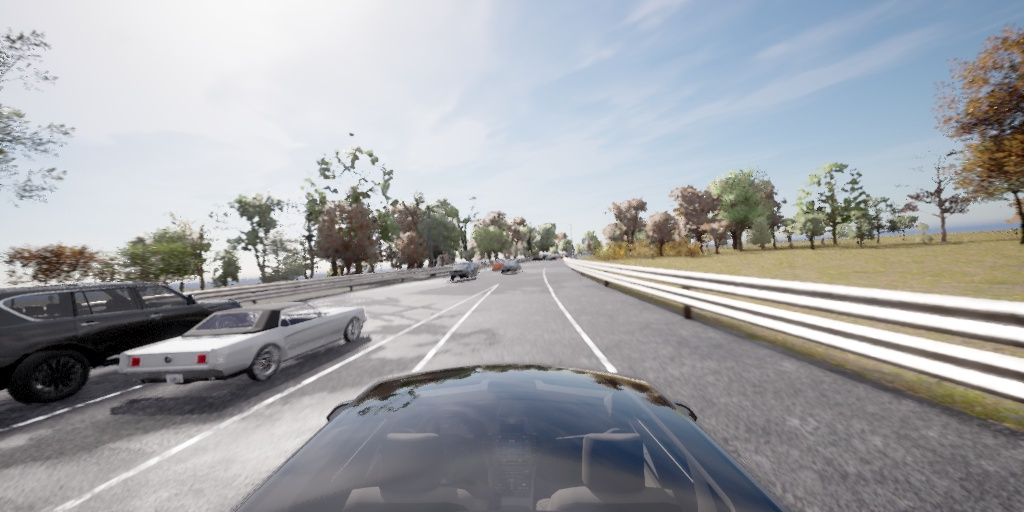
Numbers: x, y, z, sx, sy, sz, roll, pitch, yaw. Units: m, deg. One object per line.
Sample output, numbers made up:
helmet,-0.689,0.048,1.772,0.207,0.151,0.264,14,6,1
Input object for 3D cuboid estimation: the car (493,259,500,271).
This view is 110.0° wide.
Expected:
car,-1.592,1.326,56.066,2.097,1.767,4.553,-4,0,10

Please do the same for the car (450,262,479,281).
car,-4.858,1.661,36.528,1.837,1.490,4.892,-4,0,9

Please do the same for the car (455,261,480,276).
car,-6.172,1.648,50.204,2.097,1.767,4.553,-4,0,10

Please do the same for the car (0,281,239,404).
car,-8.795,1.583,7.874,2.150,2.045,5.566,-4,0,7

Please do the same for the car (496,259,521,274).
car,-0.067,1.370,44.390,2.033,1.411,5.357,-4,0,10

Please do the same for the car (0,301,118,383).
car,-12.300,2.099,7.658,1.882,1.535,5.008,-4,0,7

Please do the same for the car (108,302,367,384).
car,-5.243,1.700,8.041,1.895,1.301,4.718,-4,0,7
